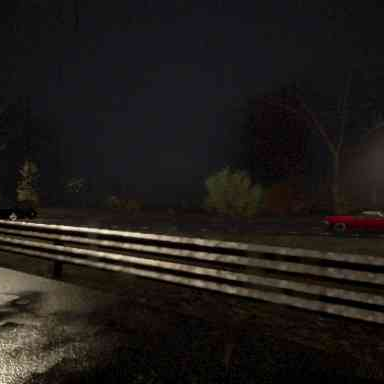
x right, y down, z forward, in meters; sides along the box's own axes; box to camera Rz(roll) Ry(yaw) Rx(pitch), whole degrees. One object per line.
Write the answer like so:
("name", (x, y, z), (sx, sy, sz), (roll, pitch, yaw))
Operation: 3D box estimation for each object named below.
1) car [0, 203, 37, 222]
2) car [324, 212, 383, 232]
("car", (-15.657, 1.684, 28.295), (5.008, 1.535, 1.882), (0, 0, 15))
("car", (11.008, 1.915, 21.332), (4.718, 1.301, 1.895), (0, 0, 15))
